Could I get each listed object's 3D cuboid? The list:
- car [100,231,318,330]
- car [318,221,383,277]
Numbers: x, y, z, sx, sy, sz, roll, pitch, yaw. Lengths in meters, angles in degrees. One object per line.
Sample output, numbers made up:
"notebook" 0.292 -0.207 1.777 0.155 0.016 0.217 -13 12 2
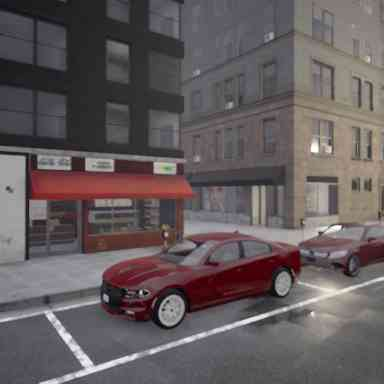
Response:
"car" 0.379 1.542 6.910 4.507 1.381 1.887 0 0 -35
"car" 4.903 1.571 10.127 4.206 1.307 1.802 0 0 -35
